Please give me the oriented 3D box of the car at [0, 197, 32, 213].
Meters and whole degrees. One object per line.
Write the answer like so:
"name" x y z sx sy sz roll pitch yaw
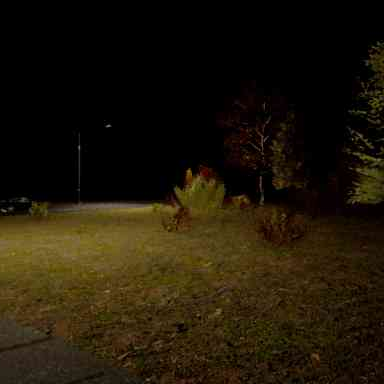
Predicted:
"car" -17.375 1.284 34.171 2.128 1.511 4.902 2 2 40
